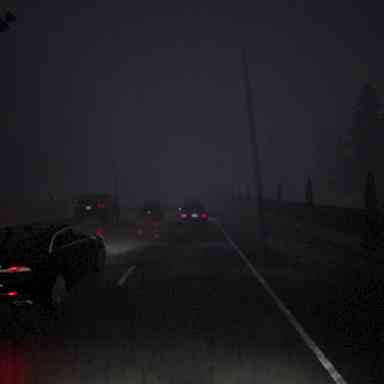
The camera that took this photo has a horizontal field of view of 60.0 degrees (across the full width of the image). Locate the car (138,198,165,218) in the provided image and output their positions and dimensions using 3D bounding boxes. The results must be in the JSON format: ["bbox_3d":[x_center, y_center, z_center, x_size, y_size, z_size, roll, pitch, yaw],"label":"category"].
[{"bbox_3d":[-3.396,1.433,28.597,1.812,1.442,4.674,0,0,0],"label":"car"}]

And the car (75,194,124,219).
[{"bbox_3d":[-6.896,1.141,24.826,2.150,2.045,5.566,0,0,0],"label":"car"}]

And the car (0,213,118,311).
[{"bbox_3d":[-3.400,1.466,7.653,2.128,1.511,4.902,0,0,0],"label":"car"}]

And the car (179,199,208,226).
[{"bbox_3d":[0.103,1.473,22.754,2.033,1.411,5.357,0,0,0],"label":"car"}]

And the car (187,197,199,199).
[{"bbox_3d":[0.105,1.341,42.036,1.882,1.535,5.008,0,0,0],"label":"car"}]

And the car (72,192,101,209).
[{"bbox_3d":[-14.074,1.079,44.887,2.150,2.045,5.566,0,0,0],"label":"car"}]

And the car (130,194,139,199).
[{"bbox_3d":[-14.857,1.165,86.873,2.033,1.411,5.357,0,0,-1],"label":"car"}]
